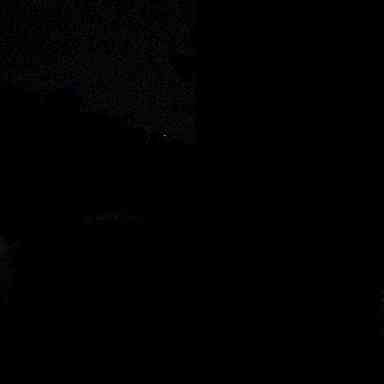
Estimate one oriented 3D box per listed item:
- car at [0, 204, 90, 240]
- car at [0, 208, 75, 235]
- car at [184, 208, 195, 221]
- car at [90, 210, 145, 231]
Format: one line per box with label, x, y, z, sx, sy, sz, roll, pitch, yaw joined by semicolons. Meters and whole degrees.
car;-8.784;1.626;19.146;2.192;1.841;5.009;-1;-2;36
car;-10.269;1.840;21.744;1.812;1.442;4.674;0;-1;37
car;0.919;2.183;32.651;1.947;1.339;4.313;-1;-2;36
car;-5.450;1.942;23.783;1.752;1.417;4.829;-1;-2;36
